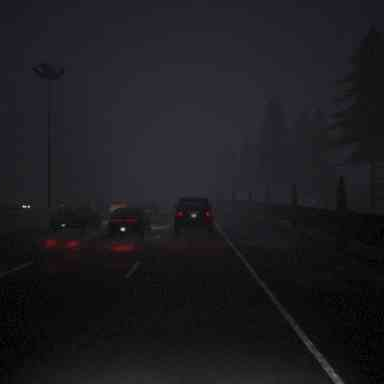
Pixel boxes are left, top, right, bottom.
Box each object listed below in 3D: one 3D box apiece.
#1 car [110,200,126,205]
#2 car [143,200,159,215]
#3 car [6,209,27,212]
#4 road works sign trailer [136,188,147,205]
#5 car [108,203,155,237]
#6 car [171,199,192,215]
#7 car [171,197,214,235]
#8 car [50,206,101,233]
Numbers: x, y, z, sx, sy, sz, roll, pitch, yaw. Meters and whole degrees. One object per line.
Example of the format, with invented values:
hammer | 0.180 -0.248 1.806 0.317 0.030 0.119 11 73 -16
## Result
car | -8.399 1.660 38.074 1.882 1.535 5.008 0 0 -9
car | -4.631 1.666 36.505 2.128 1.511 4.902 0 0 -8
car | -14.340 1.688 25.976 1.994 1.385 4.181 0 0 -3
road works sign trailer | -10.584 0.794 68.876 2.380 3.560 2.880 0 0 -28
car | -3.420 1.595 18.803 1.837 1.490 4.892 0 0 0
car | -1.317 1.660 38.084 1.882 1.535 5.008 0 0 -8
car | 0.076 1.317 19.816 2.150 2.045 5.566 0 0 -1
car | -6.933 1.589 20.301 2.128 1.511 4.902 0 0 -1
